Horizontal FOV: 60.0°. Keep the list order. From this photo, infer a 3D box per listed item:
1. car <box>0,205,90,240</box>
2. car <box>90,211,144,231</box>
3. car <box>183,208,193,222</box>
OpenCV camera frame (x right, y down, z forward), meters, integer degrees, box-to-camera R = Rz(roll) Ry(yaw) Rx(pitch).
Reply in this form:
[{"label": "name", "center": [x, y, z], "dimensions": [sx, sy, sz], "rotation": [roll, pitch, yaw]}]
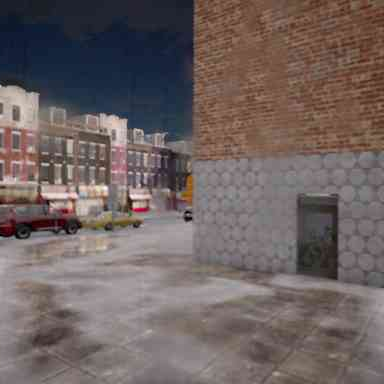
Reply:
[{"label": "car", "center": [-8.845, 1.644, 19.190], "dimensions": [2.192, 1.841, 5.009], "rotation": [-1, -2, 36]}, {"label": "car", "center": [-5.511, 1.959, 23.827], "dimensions": [1.752, 1.417, 4.829], "rotation": [-1, -2, 36]}, {"label": "car", "center": [0.859, 2.201, 32.695], "dimensions": [1.947, 1.339, 4.313], "rotation": [-1, -2, 36]}]
